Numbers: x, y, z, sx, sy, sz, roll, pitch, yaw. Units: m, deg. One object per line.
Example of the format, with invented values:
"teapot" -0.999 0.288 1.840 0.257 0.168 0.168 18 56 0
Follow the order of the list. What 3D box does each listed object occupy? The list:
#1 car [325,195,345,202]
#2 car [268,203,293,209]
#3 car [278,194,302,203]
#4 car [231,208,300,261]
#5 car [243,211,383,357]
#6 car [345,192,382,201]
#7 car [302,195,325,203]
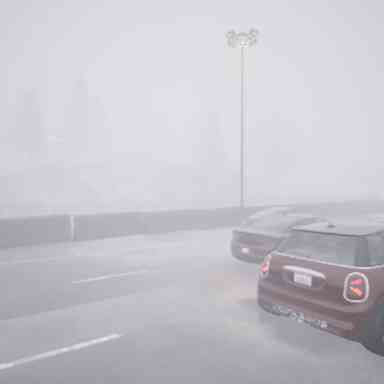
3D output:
"car" 20.120 1.054 44.087 4.181 1.385 1.994 -1 1 -35
"car" 4.320 1.442 15.441 4.674 1.442 1.812 -1 0 -36
"car" 15.074 1.060 49.086 5.357 1.411 2.033 -1 1 -35
"car" 3.489 1.424 10.556 5.008 1.535 1.882 -1 0 -35
"car" 3.400 1.317 6.212 4.553 1.767 2.097 0 0 -35
"car" 21.283 0.863 40.624 4.553 1.767 2.097 -1 1 -35
"car" 17.936 1.057 46.826 4.181 1.385 1.994 -1 1 -35
